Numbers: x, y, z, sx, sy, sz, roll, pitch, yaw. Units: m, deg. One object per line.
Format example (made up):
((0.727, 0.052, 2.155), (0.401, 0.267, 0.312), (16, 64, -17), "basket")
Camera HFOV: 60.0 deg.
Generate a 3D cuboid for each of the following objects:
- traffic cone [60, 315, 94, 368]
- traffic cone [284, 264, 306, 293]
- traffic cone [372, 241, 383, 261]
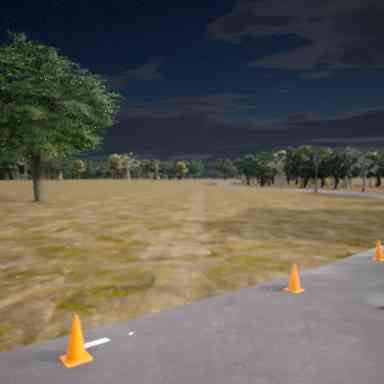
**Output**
((-1.533, 1.929, 4.423), (0.340, 0.580, 0.340), (0, 1, -37), "traffic cone")
((2.296, 1.895, 7.430), (0.340, 0.580, 0.340), (-1, 1, -40), "traffic cone")
((5.971, 1.858, 10.622), (0.340, 0.580, 0.340), (-1, 0, -42), "traffic cone")
